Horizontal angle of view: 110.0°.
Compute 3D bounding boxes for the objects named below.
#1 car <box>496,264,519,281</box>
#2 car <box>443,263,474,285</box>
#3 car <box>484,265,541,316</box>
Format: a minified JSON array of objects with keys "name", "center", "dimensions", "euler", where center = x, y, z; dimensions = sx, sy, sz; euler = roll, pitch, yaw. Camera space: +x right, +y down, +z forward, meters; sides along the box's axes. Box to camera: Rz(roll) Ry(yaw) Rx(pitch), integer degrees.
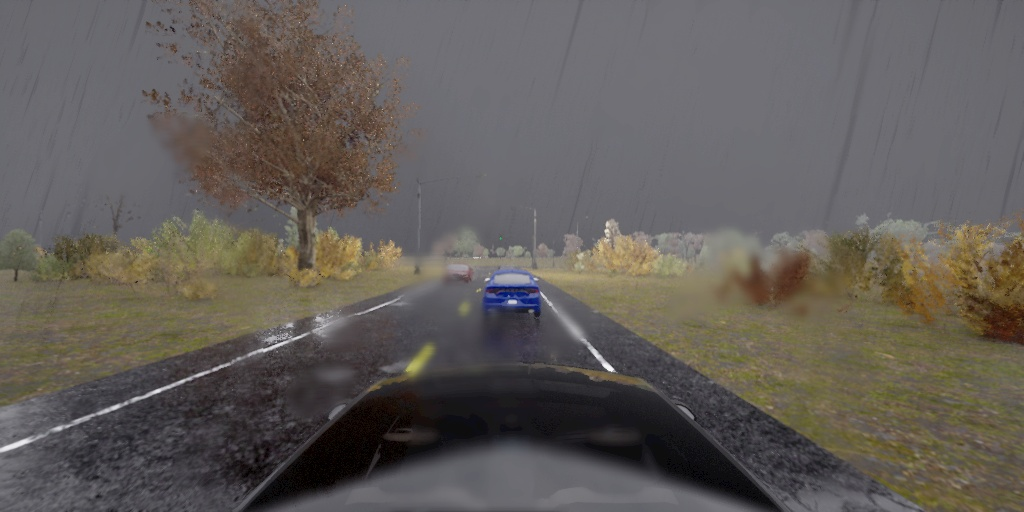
[{"name":"car","center":[-0.442,1.445,32.507],"dimensions":[1.895,1.301,4.718],"euler":[0,0,-2]},{"name":"car","center":[-3.980,1.307,27.248],"dimensions":[1.882,1.535,5.008],"euler":[0,0,-2]},{"name":"car","center":[-0.007,1.264,13.517],"dimensions":[1.882,1.535,5.008],"euler":[0,0,-1]}]
